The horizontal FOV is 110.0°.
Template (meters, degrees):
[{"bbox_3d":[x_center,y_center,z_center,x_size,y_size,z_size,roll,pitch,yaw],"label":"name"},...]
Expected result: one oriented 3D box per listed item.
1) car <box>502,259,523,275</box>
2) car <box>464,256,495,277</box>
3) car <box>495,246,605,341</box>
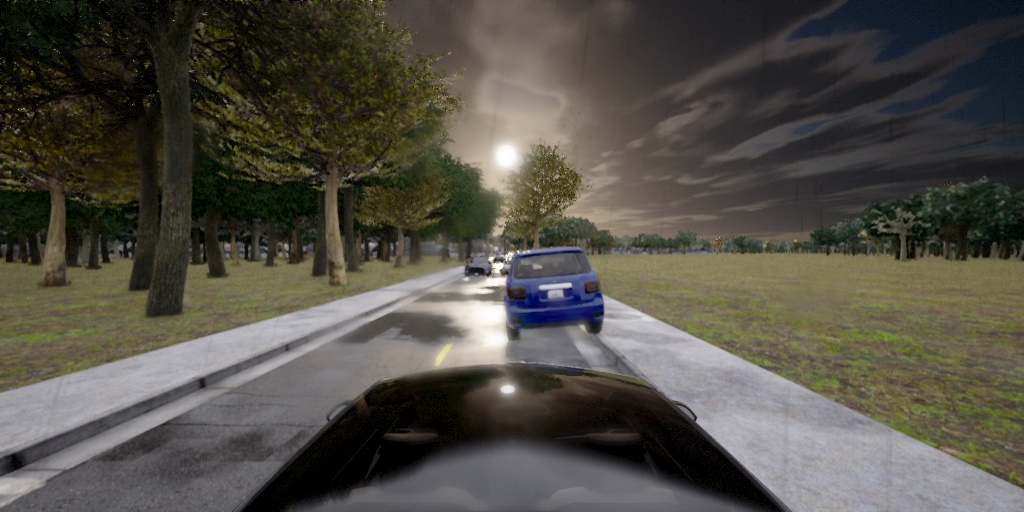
[{"bbox_3d":[0.102,1.028,34.911,1.895,1.301,4.718,0,1,0],"label":"car"},{"bbox_3d":[-2.813,0.819,30.778,2.097,1.767,4.553,0,1,0],"label":"car"},{"bbox_3d":[0.882,0.819,9.763,2.150,2.045,5.566,-5,1,0],"label":"car"}]
